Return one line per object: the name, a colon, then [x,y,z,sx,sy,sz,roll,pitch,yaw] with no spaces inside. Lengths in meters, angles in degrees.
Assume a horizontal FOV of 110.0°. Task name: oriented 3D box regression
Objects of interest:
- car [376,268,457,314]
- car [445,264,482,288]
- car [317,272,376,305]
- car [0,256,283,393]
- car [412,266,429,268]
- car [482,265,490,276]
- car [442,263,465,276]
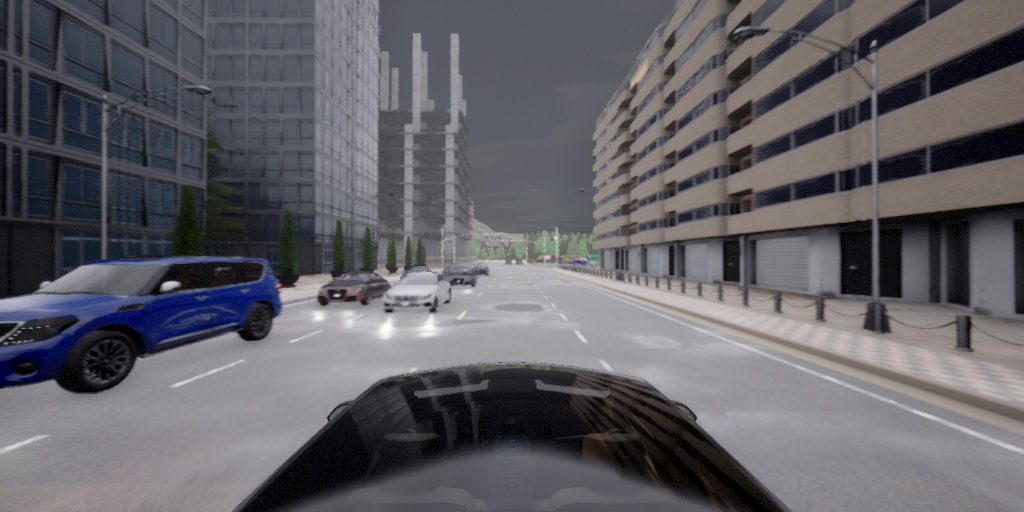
car: [-3.605,1.367,14.444,1.812,1.442,4.674,0,-1,0]
car: [-3.508,1.484,25.518,1.994,1.385,4.181,0,0,0]
car: [-7.101,1.421,16.555,1.994,1.385,4.181,0,0,0]
car: [-7.109,1.011,7.139,2.150,2.045,5.566,0,0,0]
car: [-7.092,1.499,27.569,1.994,1.385,4.181,0,0,0]
car: [-3.541,1.630,40.705,1.895,1.301,4.718,0,0,0]
car: [-7.019,1.613,43.339,1.994,1.385,4.181,0,0,0]
